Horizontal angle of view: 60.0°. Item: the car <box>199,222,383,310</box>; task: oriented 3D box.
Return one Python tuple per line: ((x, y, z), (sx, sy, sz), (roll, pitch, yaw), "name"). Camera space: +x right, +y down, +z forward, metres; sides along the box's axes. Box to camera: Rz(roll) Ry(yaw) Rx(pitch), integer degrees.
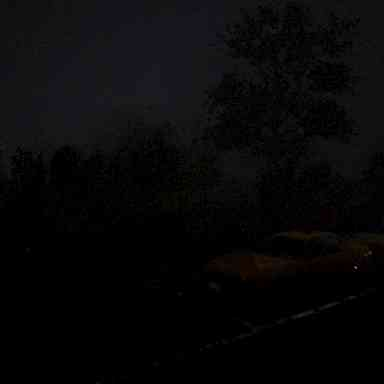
((2.398, 1.519, 7.798), (4.829, 1.417, 1.752), (0, 1, -35), "car")
